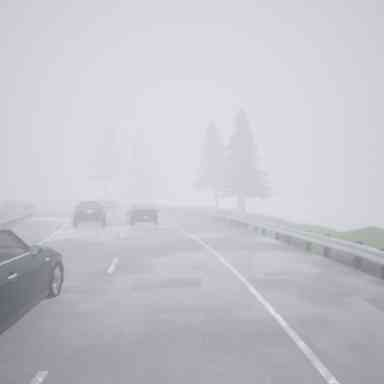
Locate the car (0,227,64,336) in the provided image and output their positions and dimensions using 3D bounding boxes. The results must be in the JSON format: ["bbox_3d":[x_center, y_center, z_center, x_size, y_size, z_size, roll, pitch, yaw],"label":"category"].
[{"bbox_3d":[-3.785,1.362,5.572,2.097,1.767,4.553,0,0,-4],"label":"car"}]

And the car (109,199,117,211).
[{"bbox_3d":[-10.616,1.531,40.615,2.163,1.488,4.792,0,0,-28],"label":"car"}]

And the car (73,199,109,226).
[{"bbox_3d":[-7.230,1.371,23.685,2.097,1.767,4.553,0,0,-16],"label":"car"}]

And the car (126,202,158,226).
[{"bbox_3d":[-3.676,1.488,24.005,1.882,1.535,5.008,0,0,-16],"label":"car"}]
